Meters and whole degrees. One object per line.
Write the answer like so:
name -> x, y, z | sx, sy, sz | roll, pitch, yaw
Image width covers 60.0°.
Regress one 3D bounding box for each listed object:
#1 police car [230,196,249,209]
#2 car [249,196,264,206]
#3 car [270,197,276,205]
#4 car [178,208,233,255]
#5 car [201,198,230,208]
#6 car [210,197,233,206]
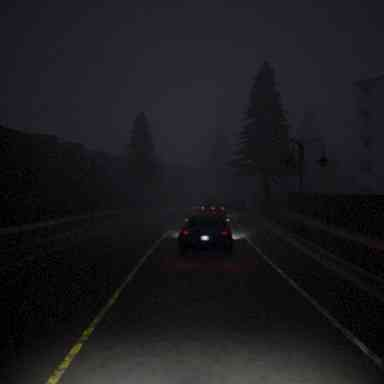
police car -> 5.836, 1.389, 44.352 | 1.930, 1.638, 5.238 | 0, 0, 19
car -> 9.713, 1.437, 52.809 | 1.882, 1.535, 5.008 | 0, 0, 30
car -> 12.868, 1.462, 57.501 | 1.837, 1.490, 4.892 | 0, 0, 37
car -> 0.590, 1.550, 13.370 | 1.994, 1.385, 4.181 | 0, 0, 4
car -> 1.908, 1.326, 28.357 | 2.097, 1.767, 4.553 | 0, 0, 7
car -> 4.767, 1.556, 53.165 | 1.895, 1.301, 4.718 | 0, 0, 29
